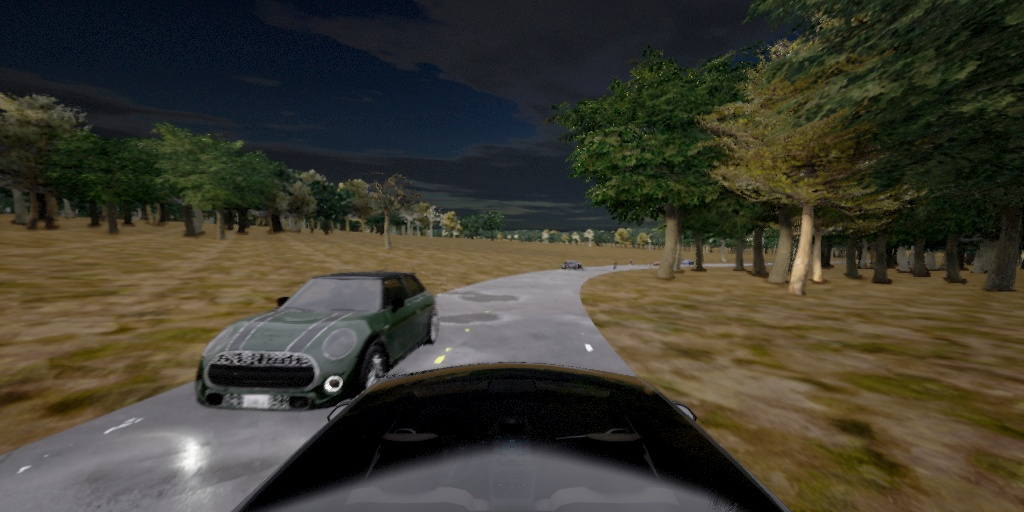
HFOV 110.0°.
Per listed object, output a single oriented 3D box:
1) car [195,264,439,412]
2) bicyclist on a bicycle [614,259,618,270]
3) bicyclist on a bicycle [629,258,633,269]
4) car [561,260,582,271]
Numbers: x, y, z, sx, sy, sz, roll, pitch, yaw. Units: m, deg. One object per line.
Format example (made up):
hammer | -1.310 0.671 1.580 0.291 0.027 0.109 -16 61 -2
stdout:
car | -2.815 1.070 6.360 2.097 1.767 4.553 1 0 3
bicyclist on a bicycle | 15.555 1.318 53.820 0.582 1.620 1.656 3 1 31
bicyclist on a bicycle | 20.389 1.282 61.099 0.659 1.776 1.843 3 2 36
car | 7.997 1.239 47.955 1.994 1.385 4.181 2 1 27
